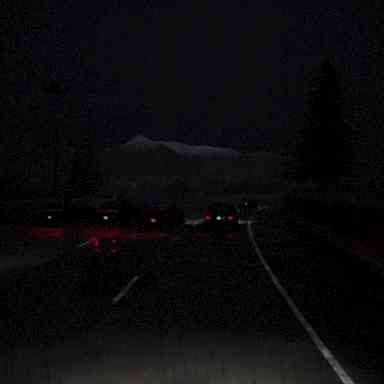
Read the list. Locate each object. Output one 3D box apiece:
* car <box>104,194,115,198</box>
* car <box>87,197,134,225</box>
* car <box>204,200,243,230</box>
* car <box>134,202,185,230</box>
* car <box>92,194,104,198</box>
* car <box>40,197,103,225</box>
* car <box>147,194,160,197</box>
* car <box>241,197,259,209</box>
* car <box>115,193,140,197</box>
[{"bbox_3d":[-14.140,1.030,63.998,1.882,1.535,5.008,0,0,24],"label":"car"},{"bbox_3d":[-4.801,1.334,22.470,2.128,1.511,4.902,0,0,10],"label":"car"},{"bbox_3d":[1.830,1.418,20.035,2.033,1.411,5.357,0,0,9],"label":"car"},{"bbox_3d":[-1.671,1.342,20.000,1.882,1.535,5.008,0,0,9],"label":"car"},{"bbox_3d":[-17.789,1.088,64.351,2.033,1.411,5.357,0,0,23],"label":"car"},{"bbox_3d":[-8.305,1.326,22.722,2.128,1.511,4.902,0,0,9],"label":"car"},{"bbox_3d":[-7.193,1.123,62.343,2.033,1.411,5.357,0,0,25],"label":"car"},{"bbox_3d":[6.870,1.310,40.288,1.994,1.385,4.181,0,0,18],"label":"car"},{"bbox_3d":[-11.375,1.065,61.558,2.128,1.511,4.902,0,0,24],"label":"car"}]
